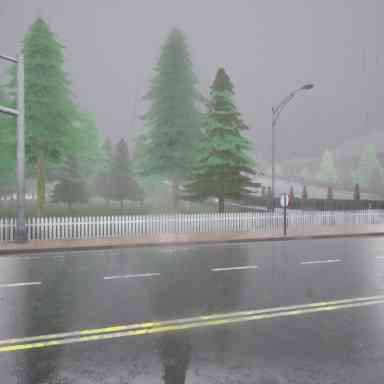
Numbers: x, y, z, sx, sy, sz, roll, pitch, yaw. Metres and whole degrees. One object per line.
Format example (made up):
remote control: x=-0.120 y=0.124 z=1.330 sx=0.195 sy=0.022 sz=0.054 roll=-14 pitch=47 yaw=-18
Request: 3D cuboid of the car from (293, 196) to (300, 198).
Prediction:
car: x=15.971 y=0.833 z=55.767 sx=1.895 sy=1.301 sz=4.718 roll=0 pitch=5 yaw=-19

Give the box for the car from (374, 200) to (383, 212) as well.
car: x=22.657 y=1.592 z=36.385 sx=1.895 sy=1.301 sz=4.718 roll=0 pitch=0 yaw=-19

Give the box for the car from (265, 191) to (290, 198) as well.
car: x=13.294 y=0.733 z=52.781 sx=2.097 sy=1.767 sz=4.553 roll=0 pitch=4 yaw=-19

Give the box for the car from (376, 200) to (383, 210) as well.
car: x=20.231 y=1.502 z=32.705 sx=1.837 sy=1.490 sz=4.892 roll=0 pitch=0 yaw=-18
